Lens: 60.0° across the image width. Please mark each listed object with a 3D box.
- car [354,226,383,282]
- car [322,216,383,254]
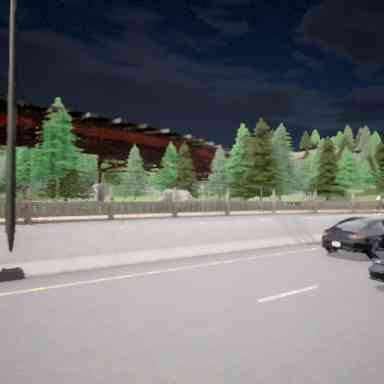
[{"bbox_3d":[6.706,1.674,8.601,5.357,1.411,2.033,1,0,-35],"label":"car"},{"bbox_3d":[6.989,1.686,13.012,4.674,1.442,1.812,1,0,-34],"label":"car"}]
